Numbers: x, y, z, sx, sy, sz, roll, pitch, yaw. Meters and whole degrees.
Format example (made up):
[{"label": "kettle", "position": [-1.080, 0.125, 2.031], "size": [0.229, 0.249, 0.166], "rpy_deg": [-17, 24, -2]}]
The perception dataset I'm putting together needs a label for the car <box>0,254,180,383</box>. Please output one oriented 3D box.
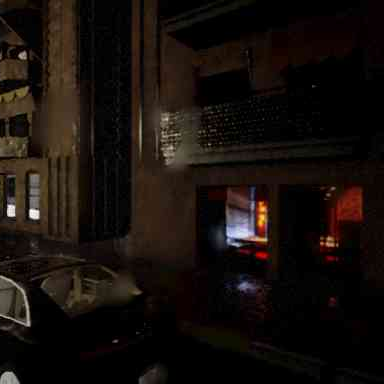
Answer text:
[{"label": "car", "position": [-2.197, 1.523, 4.428], "size": [4.403, 1.369, 2.008], "rpy_deg": [0, 0, 35]}]
